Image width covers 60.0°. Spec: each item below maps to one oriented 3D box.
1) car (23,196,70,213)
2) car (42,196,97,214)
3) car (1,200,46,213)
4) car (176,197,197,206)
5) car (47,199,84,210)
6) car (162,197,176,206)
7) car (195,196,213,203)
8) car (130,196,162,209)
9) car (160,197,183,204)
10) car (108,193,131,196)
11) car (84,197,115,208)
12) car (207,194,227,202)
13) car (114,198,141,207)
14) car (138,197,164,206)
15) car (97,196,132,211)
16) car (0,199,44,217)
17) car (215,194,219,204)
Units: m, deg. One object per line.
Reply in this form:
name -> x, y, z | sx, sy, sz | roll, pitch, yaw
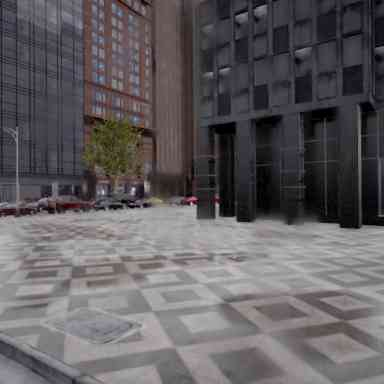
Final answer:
car -> -16.872, 1.405, 38.837 | 2.097, 1.767, 4.553 | -1, 0, 35
car -> -12.851, 1.301, 34.510 | 2.192, 1.841, 5.009 | -1, 0, 35
car -> -19.857, 1.656, 39.360 | 1.947, 1.339, 4.313 | -1, 0, 35
car -> -0.019, 1.474, 53.058 | 1.887, 1.381, 4.507 | -1, 0, 35
car -> -16.650, 1.656, 43.998 | 1.802, 1.307, 4.206 | -1, 0, 35
car -> -2.027, 1.508, 54.752 | 2.033, 1.411, 5.357 | -1, 0, 35
car -> 2.598, 1.550, 71.827 | 1.887, 1.381, 4.507 | -1, 0, 35
car -> -6.434, 1.520, 43.783 | 1.947, 1.339, 4.313 | -1, 0, 35
car -> -3.818, 1.589, 62.551 | 1.947, 1.339, 4.313 | -1, 0, 35
car -> -10.951, 1.244, 47.388 | 2.150, 2.045, 5.566 | -1, 0, 35
car -> -13.444, 1.499, 48.636 | 1.967, 1.590, 4.097 | -1, 0, 35
car -> 5.804, 1.311, 76.467 | 2.192, 1.841, 5.009 | -1, 0, 35
car -> -10.234, 1.627, 53.275 | 1.802, 1.307, 4.206 | -1, 0, 35
car -> -7.123, 1.559, 57.772 | 1.752, 1.417, 4.829 | -1, 0, 35
car -> -9.641, 1.536, 39.146 | 1.947, 1.339, 4.313 | -1, 0, 35
car -> -16.056, 1.587, 29.871 | 1.802, 1.307, 4.206 | -1, 0, 35
car -> 3.187, 1.234, 57.697 | 2.192, 1.841, 5.009 | -1, 0, 35
